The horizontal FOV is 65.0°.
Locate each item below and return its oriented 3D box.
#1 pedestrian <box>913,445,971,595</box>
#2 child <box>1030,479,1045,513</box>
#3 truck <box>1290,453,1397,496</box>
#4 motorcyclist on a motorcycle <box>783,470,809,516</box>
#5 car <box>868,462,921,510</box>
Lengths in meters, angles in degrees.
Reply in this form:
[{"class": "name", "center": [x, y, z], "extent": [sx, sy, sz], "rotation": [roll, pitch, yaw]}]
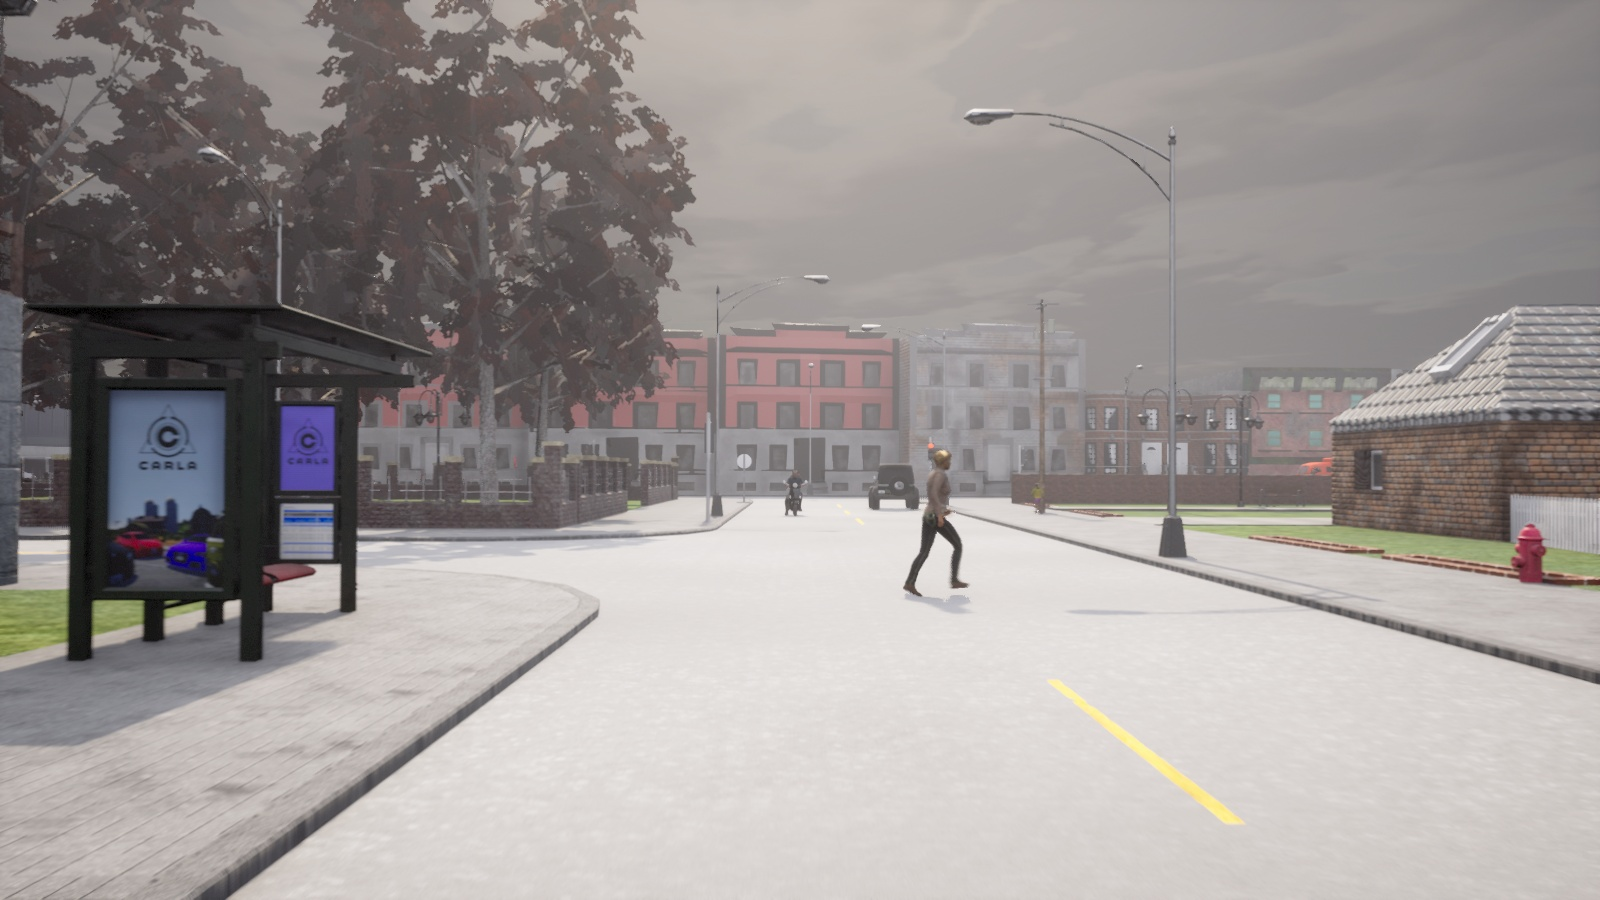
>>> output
[{"class": "pedestrian", "center": [1.778, 0.860, 15.718], "extent": [0.634, 1.846, 0.331], "rotation": [0, -1, -18]}, {"class": "child", "center": [8.218, 1.600, 43.525], "extent": [0.299, 1.160, 0.473], "rotation": [0, -1, -21]}, {"class": "truck", "center": [32.261, 1.448, 74.637], "extent": [5.204, 2.467, 2.627], "rotation": [0, -1, 0]}, {"class": "motorcyclist on a motorcycle", "center": [-0.163, 1.509, 44.197], "extent": [0.866, 1.590, 1.817], "rotation": [0, -1, -1]}, {"class": "car", "center": [3.860, 1.465, 51.951], "extent": [1.905, 1.878, 3.866], "rotation": [0, -1, 0]}]
